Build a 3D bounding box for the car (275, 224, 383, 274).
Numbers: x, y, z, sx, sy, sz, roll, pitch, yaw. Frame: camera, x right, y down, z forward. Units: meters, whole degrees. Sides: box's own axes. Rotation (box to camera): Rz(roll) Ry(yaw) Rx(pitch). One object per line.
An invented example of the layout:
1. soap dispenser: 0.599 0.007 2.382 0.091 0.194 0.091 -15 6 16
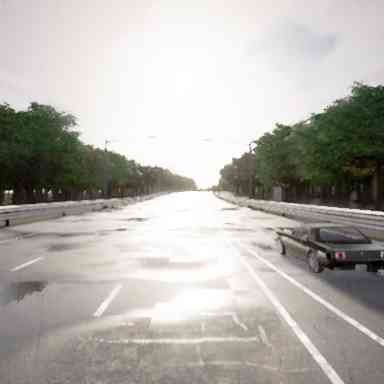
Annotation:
1. car: 4.244 1.677 10.843 1.895 1.301 4.718 0 0 -4
